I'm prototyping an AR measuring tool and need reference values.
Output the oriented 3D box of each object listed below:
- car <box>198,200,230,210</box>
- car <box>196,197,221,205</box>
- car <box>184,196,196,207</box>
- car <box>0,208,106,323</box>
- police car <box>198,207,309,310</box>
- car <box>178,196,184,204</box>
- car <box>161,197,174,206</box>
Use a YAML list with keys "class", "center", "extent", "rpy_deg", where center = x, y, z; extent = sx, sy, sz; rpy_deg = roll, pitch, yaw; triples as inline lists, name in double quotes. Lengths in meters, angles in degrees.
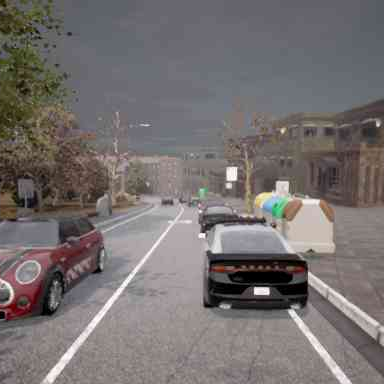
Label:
- class: "car"
  center: [1.390, 1.418, 17.927]
  extent: [1.882, 1.535, 5.008]
  rpy_deg: [0, 0, 1]
- class: "car"
  center: [1.512, 1.271, 23.921]
  extent: [2.097, 1.767, 4.553]
  rpy_deg: [0, 0, 1]
- class: "car"
  center: [0.295, 1.352, 46.843]
  extent: [1.812, 1.442, 4.674]
  rpy_deg: [0, 0, -5]
- class: "car"
  center: [-3.476, 1.324, 7.427]
  extent: [2.097, 1.767, 4.553]
  rpy_deg: [0, 0, 1]
- class: "police car"
  center: [1.187, 1.400, 7.990]
  extent: [1.930, 1.638, 5.238]
  rpy_deg: [0, 0, 1]
- class: "car"
  center: [-1.250, 1.339, 60.168]
  extent: [1.994, 1.385, 4.181]
  rpy_deg: [-1, 0, -11]
- class: "car"
  center: [-3.671, 1.452, 50.322]
  extent: [1.895, 1.301, 4.718]
  rpy_deg: [-1, 0, -6]
